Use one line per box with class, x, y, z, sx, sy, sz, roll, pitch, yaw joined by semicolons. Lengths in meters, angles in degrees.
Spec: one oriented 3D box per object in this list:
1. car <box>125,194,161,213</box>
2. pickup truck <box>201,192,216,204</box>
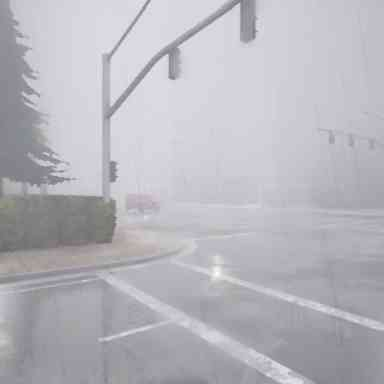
car;-5.568;1.204;37.142;2.150;2.045;5.566;0;0;-36
pickup truck;3.103;1.022;59.559;2.390;2.098;6.274;0;0;-6
